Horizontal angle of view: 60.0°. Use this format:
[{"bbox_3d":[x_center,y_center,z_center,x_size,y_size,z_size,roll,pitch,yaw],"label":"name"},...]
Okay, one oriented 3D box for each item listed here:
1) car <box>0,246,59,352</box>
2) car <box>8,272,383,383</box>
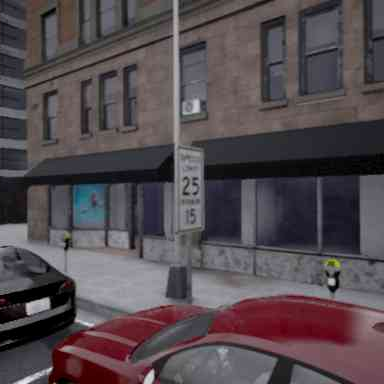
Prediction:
[{"bbox_3d":[-3.809,1.632,5.800,4.313,1.339,1.947,-1,0,36],"label":"car"},{"bbox_3d":[0.668,1.554,2.603,4.507,1.381,1.887,-1,0,36],"label":"car"}]
